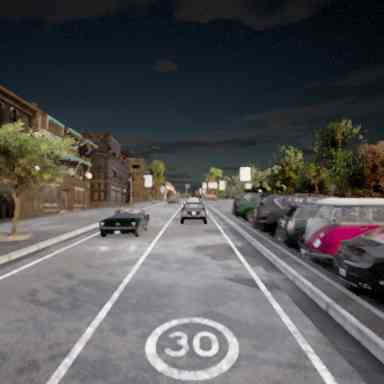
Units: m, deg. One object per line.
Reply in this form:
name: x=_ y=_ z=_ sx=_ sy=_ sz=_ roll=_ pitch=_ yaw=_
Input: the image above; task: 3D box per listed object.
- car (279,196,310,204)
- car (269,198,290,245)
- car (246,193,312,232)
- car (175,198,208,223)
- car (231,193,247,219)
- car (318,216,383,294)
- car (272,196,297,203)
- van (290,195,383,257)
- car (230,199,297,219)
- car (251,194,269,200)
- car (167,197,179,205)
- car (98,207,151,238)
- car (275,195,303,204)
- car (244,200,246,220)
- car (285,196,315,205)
car: x=18.750 y=1.429 z=61.044 sx=5.008 sy=1.535 sz=2.097 roll=0 pitch=0 yaw=0
car: x=5.572 y=1.259 z=12.652 sx=4.553 sy=1.767 sz=2.185 roll=0 pitch=0 yaw=0
car: x=5.633 y=1.118 z=15.452 sx=5.566 sy=2.045 sz=2.435 roll=0 pitch=0 yaw=0
car: x=0.116 y=1.411 z=23.918 sx=2.033 sy=1.411 sz=5.357 roll=0 pitch=0 yaw=0
car: x=5.641 y=1.088 z=23.862 sx=5.566 sy=2.045 sz=2.435 roll=0 pitch=0 yaw=0
car: x=5.598 y=1.422 z=7.044 sx=4.892 sy=1.521 sz=2.231 roll=0 pitch=0 yaw=0
car: x=18.750 y=1.489 z=67.593 sx=4.674 sy=1.452 sz=2.002 roll=0 pitch=0 yaw=0
van: x=5.487 y=1.177 z=9.847 sx=4.442 sy=1.987 sz=1.878 roll=0 pitch=0 yaw=0
car: x=5.610 y=1.338 z=26.663 sx=4.892 sy=1.521 sz=2.231 roll=0 pitch=0 yaw=0
car: x=18.818 y=1.399 z=91.929 sx=4.553 sy=1.767 sz=2.185 roll=0 pitch=0 yaw=0
car: x=-3.263 y=1.533 z=58.824 sx=1.994 sy=1.385 sz=4.181 roll=0 pitch=0 yaw=1
car: x=-3.338 y=1.492 z=17.151 sx=1.895 sy=1.301 sz=4.718 roll=0 pitch=0 yaw=0
car: x=18.743 y=1.440 z=64.317 sx=4.892 sy=1.521 sz=2.231 roll=0 pitch=0 yaw=0
car: x=5.613 y=1.356 z=18.258 sx=4.892 sy=1.521 sz=2.231 roll=0 pitch=0 yaw=0
car: x=18.737 y=1.459 z=57.895 sx=4.674 sy=1.452 sz=2.002 roll=0 pitch=0 yaw=0
